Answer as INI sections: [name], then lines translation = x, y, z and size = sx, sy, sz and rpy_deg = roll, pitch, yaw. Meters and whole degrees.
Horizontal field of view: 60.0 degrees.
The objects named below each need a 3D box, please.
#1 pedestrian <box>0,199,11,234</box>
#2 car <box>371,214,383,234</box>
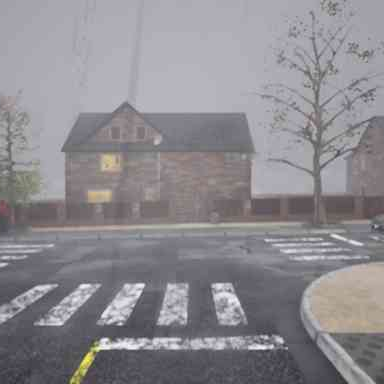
[pedestrian]
translation = -9.654, 1.223, 17.013
size = 0.375, 1.860, 0.375
rpy_deg = 0, 2, 0
[car]
translation = 10.253, 1.166, 14.144
size = 4.892, 1.490, 1.837
rpy_deg = -1, 1, 0
